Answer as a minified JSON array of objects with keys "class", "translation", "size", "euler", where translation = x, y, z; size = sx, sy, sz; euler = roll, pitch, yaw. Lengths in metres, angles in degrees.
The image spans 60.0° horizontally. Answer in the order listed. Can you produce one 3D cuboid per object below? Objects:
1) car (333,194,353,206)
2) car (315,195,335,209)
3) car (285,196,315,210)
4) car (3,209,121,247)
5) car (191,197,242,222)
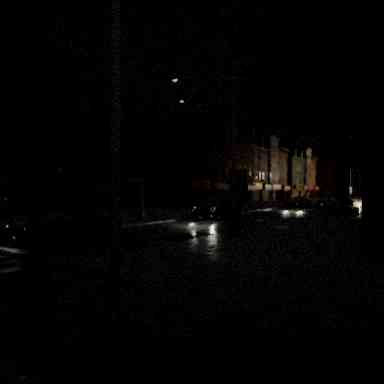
[{"class":"car","translation":[21.679,1.374,47.572],"size":[1.895,1.301,4.718],"euler":[0,0,36]},{"class":"car","translation":[15.933,1.360,39.451],"size":[1.994,1.385,4.181],"euler":[0,0,36]},{"class":"car","translation":[12.826,1.268,40.015],"size":[1.882,1.535,5.008],"euler":[0,0,36]},{"class":"car","translation":[-5.519,1.458,14.605],"size":[1.895,1.301,4.718],"euler":[0,0,39]},{"class":"car","translation":[1.880,1.186,24.776],"size":[2.097,1.767,4.553],"euler":[0,0,36]}]
